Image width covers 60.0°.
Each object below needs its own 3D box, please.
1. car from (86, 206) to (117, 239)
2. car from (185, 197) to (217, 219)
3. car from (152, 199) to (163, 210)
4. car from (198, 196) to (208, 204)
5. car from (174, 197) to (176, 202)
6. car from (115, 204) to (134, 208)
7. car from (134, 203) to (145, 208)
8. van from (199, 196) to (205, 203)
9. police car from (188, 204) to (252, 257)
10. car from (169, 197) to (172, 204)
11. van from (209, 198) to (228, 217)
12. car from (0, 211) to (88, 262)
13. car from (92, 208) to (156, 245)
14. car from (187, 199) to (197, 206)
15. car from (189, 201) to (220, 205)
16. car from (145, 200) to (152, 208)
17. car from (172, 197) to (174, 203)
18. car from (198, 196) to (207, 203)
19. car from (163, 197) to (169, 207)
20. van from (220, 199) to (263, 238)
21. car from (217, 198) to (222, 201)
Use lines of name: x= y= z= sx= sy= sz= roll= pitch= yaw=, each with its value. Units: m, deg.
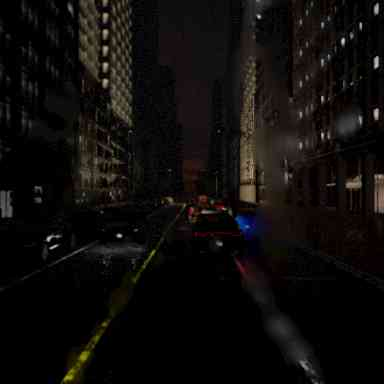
car: x=-5.689 y=1.688 z=18.062 sx=1.947 sy=1.339 sz=4.313 roll=-1 pitch=0 yaw=0
car: x=0.554 y=1.549 z=29.282 sx=2.097 sy=1.767 sz=4.553 roll=0 pitch=0 yaw=-6
car: x=-5.673 y=1.864 z=46.480 sx=2.008 sy=1.369 sz=4.403 roll=-1 pitch=0 yaw=0
car: x=2.723 y=1.856 z=80.578 sx=2.192 sy=1.841 sz=5.009 roll=-1 pitch=0 yaw=0
car: x=-5.651 y=2.102 z=86.095 sx=1.752 sy=1.417 sz=4.829 roll=-1 pitch=0 yaw=0
car: x=-5.685 y=1.705 z=23.746 sx=1.887 sy=1.381 sz=4.507 roll=-1 pitch=0 yaw=0
car: x=-5.683 y=1.749 z=29.430 sx=2.008 sy=1.369 sz=4.403 roll=-1 pitch=0 yaw=0
van: x=2.730 y=1.957 z=91.945 sx=1.690 sy=1.788 sz=3.998 roll=-1 pitch=0 yaw=0
police car: x=0.906 y=1.517 z=13.516 sx=1.930 sy=1.638 sz=5.238 roll=0 pitch=0 yaw=0
car: x=-5.661 y=2.046 z=69.214 sx=1.802 sy=1.307 sz=4.206 roll=-1 pitch=0 yaw=0
van: x=2.699 y=1.579 z=35.110 sx=1.690 sy=1.788 sz=3.998 roll=-1 pitch=0 yaw=0
car: x=-5.692 y=1.634 z=12.379 sx=2.008 sy=1.369 sz=4.403 roll=-1 pitch=0 yaw=0
car: x=-3.091 y=1.673 z=16.086 sx=1.994 sy=1.385 sz=4.181 roll=0 pitch=0 yaw=0
car: x=0.034 y=2.034 z=64.445 sx=1.895 sy=1.301 sz=4.718 roll=0 pitch=0 yaw=0
car: x=0.912 y=1.637 z=23.406 sx=1.882 sy=1.535 sz=5.008 roll=0 pitch=0 yaw=0
car: x=-5.679 y=1.819 z=35.113 sx=1.802 sy=1.307 sz=4.206 roll=-1 pitch=0 yaw=0
car: x=-5.659 y=1.942 z=74.898 sx=1.967 sy=1.590 sz=4.097 roll=-1 pitch=0 yaw=0
car: x=2.727 y=1.894 z=86.262 sx=2.192 sy=1.841 sz=5.009 roll=-1 pitch=0 yaw=0
car: x=-5.667 y=1.940 z=57.847 sx=2.008 sy=1.369 sz=4.403 roll=-1 pitch=0 yaw=0
van: x=2.690 y=1.464 z=18.059 sx=1.690 sy=1.788 sz=3.998 roll=-1 pitch=0 yaw=0
car: x=2.696 y=1.514 z=29.427 sx=2.192 sy=1.841 sz=5.009 roll=-1 pitch=0 yaw=0
